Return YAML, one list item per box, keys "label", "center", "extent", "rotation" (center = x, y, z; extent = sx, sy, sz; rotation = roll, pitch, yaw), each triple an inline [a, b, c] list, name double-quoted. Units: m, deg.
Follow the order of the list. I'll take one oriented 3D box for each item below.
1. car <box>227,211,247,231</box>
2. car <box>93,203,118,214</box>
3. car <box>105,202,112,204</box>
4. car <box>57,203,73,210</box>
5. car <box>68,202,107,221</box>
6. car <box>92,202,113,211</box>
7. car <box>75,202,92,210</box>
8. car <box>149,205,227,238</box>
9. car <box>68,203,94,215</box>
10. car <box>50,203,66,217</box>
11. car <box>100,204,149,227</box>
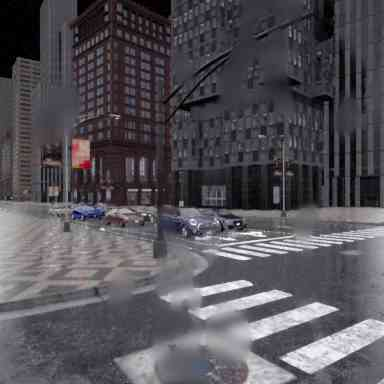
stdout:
- label: "car"
  center: [1.712, 1.861, 22.331]
  extent: [1.994, 1.385, 4.181]
  rotation: [0, -1, -36]
- label: "car"
  center: [-12.528, 2.347, 48.071]
  extent: [1.837, 1.490, 4.892]
  rotation: [0, -2, -36]
- label: "car"
  center: [-9.534, 2.153, 38.000]
  extent: [2.128, 1.511, 4.902]
  rotation: [0, -1, -36]
- label: "car"
  center: [-24.974, 2.851, 65.401]
  extent: [1.895, 1.301, 4.718]
  rotation: [0, -1, -36]
- label: "car"
  center: [-10.910, 2.103, 34.342]
  extent: [1.882, 1.535, 5.008]
  rotation: [0, -1, -36]
- label: "car"
  center: [-15.539, 2.503, 57.834]
  extent: [1.882, 1.535, 5.008]
  rotation: [0, -1, -35]
- label: "car"
  center: [-21.714, 2.751, 66.434]
  extent: [1.812, 1.442, 4.674]
  rotation: [0, -1, -36]
- label: "car"
  center: [-0.361, 1.636, 19.612]
  extent: [2.097, 1.767, 4.553]
  rotation: [0, -1, -35]
- label: "car"
  center: [-15.573, 2.352, 46.492]
  extent: [2.128, 1.511, 4.902]
  rotation: [0, -1, -35]
- label: "car"
  center: [-16.680, 2.416, 42.432]
  extent: [1.895, 1.301, 4.718]
  rotation: [0, -1, -35]
- label: "car"
  center: [-5.514, 1.975, 26.825]
  extent: [1.812, 1.442, 4.674]
  rotation: [0, -1, -36]
